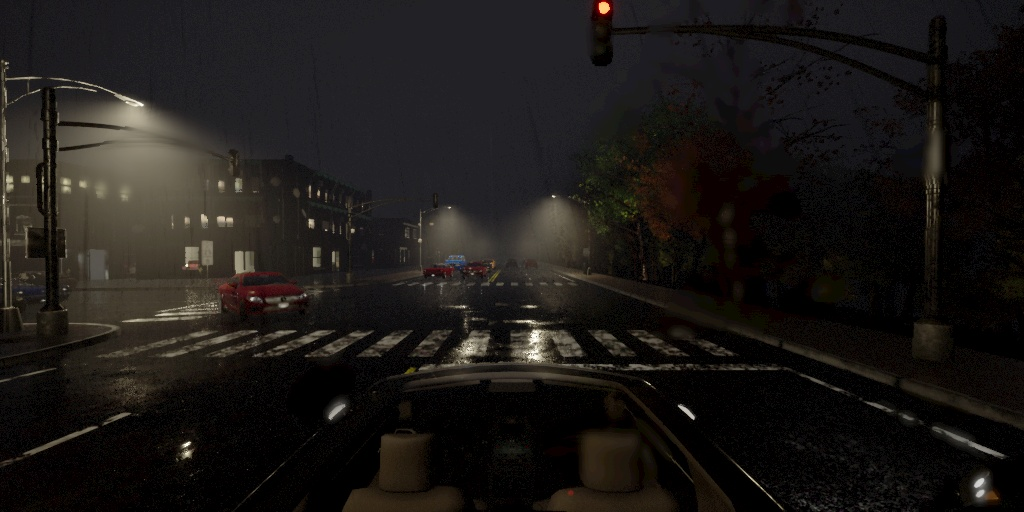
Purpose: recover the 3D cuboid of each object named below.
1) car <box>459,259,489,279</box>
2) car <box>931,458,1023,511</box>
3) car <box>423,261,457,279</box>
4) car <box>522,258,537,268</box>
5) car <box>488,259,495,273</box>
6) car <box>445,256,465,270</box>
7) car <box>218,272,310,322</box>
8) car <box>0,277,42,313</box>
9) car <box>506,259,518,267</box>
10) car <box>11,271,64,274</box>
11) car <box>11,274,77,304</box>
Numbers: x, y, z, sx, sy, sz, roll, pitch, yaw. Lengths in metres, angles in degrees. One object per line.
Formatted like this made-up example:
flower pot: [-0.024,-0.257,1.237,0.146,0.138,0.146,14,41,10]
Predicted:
car: [-3.412,1.266,33.107,1.812,1.442,4.674,0,0,0]
car: [3.356,1.314,0.228,1.994,1.385,4.181,0,0,0]
car: [-6.662,1.341,32.886,1.895,1.301,4.718,0,0,2]
car: [3.216,1.206,61.059,1.882,1.535,5.008,0,0,0]
car: [-3.425,1.241,43.174,1.837,1.490,4.892,0,0,0]
car: [-6.678,0.958,42.791,2.150,2.045,5.566,0,0,0]
car: [-8.781,1.292,12.558,4.674,1.442,1.812,-1,-1,41]
car: [-19.971,1.565,12.541,4.313,1.339,1.948,0,0,0]
car: [-0.038,1.232,63.209,1.837,1.490,4.892,0,0,0]
car: [-28.323,1.560,21.034,4.403,1.370,2.007,0,0,0]
car: [-22.076,1.596,15.245,4.718,1.301,1.895,-1,1,0]
